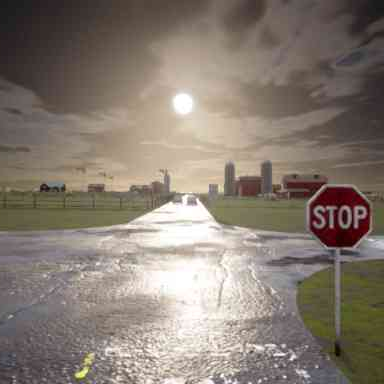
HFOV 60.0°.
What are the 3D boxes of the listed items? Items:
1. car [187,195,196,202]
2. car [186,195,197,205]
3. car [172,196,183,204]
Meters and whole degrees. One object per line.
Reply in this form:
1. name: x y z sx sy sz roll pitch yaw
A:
1. car: -0.034 1.373 70.616 1.882 1.535 5.008 0 0 0
2. car: -0.028 1.558 60.194 2.033 1.411 5.357 0 0 0
3. car: -2.782 1.517 65.611 1.837 1.490 4.892 0 0 0
